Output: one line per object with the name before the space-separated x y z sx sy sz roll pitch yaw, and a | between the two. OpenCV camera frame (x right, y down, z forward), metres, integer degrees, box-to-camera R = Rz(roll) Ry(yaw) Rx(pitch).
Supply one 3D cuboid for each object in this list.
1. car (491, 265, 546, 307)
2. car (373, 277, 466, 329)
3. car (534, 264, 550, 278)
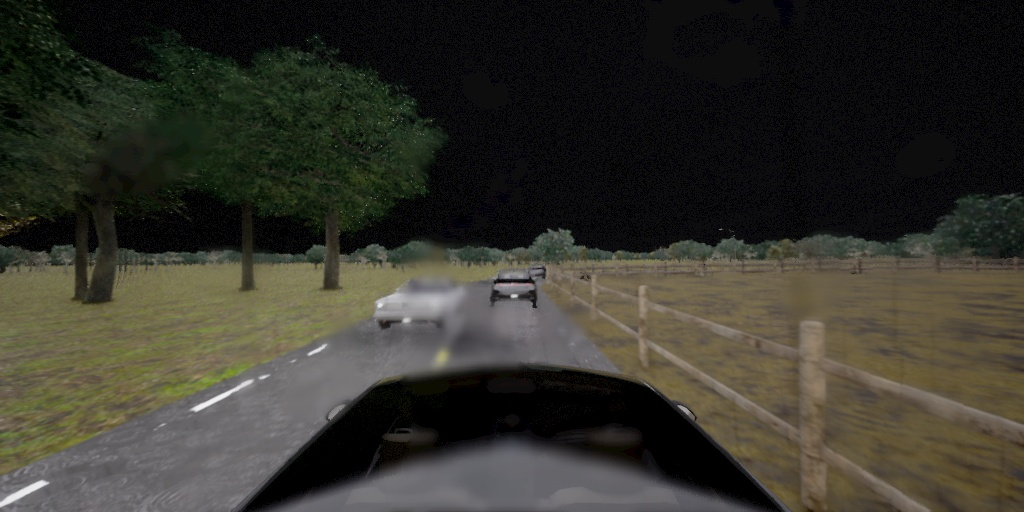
car | 0.093 1.307 15.712 2.128 1.511 4.902 0 0 0
car | -2.699 1.381 11.492 1.895 1.301 4.718 0 0 1
car | 2.912 1.572 36.602 2.128 1.511 4.902 0 -1 19
